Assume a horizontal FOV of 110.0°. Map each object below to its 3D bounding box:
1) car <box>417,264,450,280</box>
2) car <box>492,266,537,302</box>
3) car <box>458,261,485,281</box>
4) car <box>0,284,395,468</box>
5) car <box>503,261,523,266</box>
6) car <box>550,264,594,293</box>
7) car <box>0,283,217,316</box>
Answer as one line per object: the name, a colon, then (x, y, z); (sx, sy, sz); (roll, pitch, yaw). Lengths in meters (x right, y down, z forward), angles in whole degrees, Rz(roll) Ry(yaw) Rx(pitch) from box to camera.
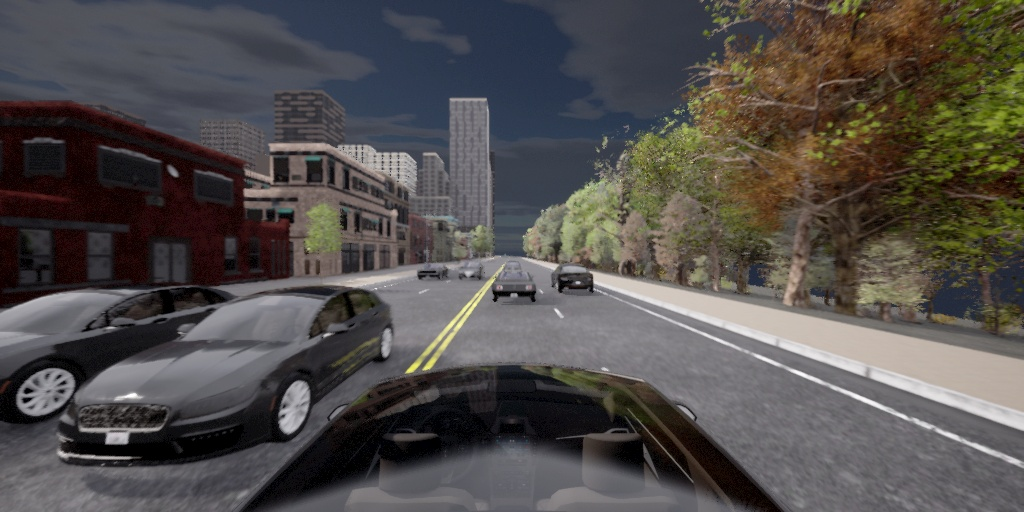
car: (-6.531, 1.300, 30.147); (1.895, 1.301, 4.718); (0, 0, 0)
car: (0.094, 1.325, 16.904); (1.895, 1.301, 4.718); (0, 0, 0)
car: (-3.285, 1.192, 29.899); (2.128, 1.511, 4.902); (0, 0, 1)
car: (-3.253, 1.249, 5.381); (1.837, 1.490, 4.892); (0, 0, 0)
car: (0.086, 1.235, 36.170); (2.033, 1.411, 5.357); (0, 0, 0)
car: (3.343, 1.195, 20.600); (1.882, 1.535, 5.008); (0, 0, 0)
car: (-6.504, 1.248, 5.806); (1.837, 1.490, 4.892); (0, 0, 0)
